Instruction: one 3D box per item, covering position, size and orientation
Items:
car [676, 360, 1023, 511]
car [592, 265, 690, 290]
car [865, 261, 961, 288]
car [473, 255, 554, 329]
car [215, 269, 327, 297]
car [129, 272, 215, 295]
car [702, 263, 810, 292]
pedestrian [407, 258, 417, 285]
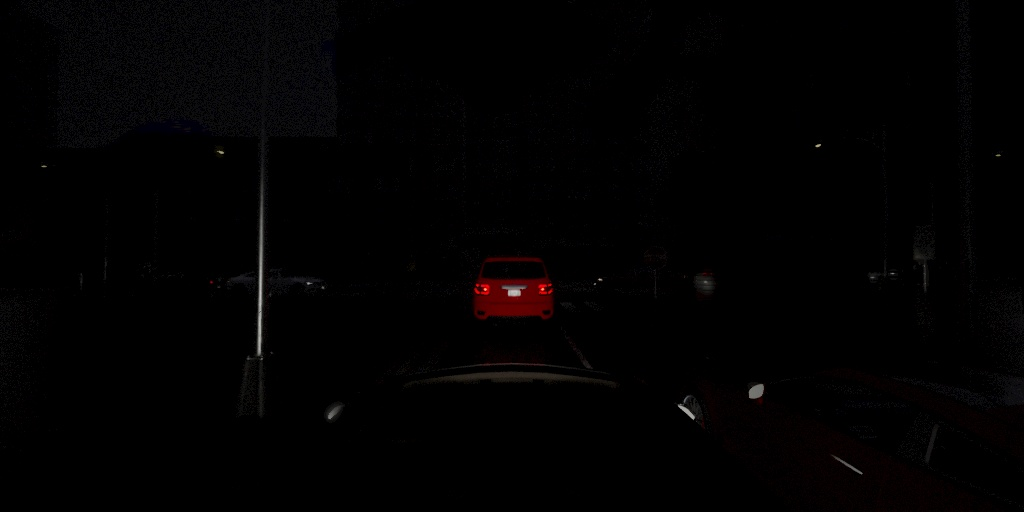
[{"bbox_3d":[2.638,1.332,2.257,1.802,1.307,4.207,0,0,0],"label":"car"},{"bbox_3d":[7.590,1.255,21.369,5.357,1.411,2.033,-1,-1,0],"label":"car"},{"bbox_3d":[23.946,1.059,21.309,4.902,1.511,2.128,-1,-1,0],"label":"car"},{"bbox_3d":[-0.022,0.977,11.405,2.150,2.045,5.566,0,0,-2],"label":"car"},{"bbox_3d":[-12.082,1.374,18.486,4.674,1.442,1.812,-1,-1,0],"label":"car"},{"bbox_3d":[-19.743,1.604,21.459,4.718,1.301,1.895,-1,-1,0],"label":"car"},{"bbox_3d":[12.440,1.111,18.399,4.892,1.490,1.837,0,-1,0],"label":"car"},{"bbox_3d":[-6.836,1.045,24.334,0.375,1.860,0.375,0,-1,0],"label":"pedestrian"}]
